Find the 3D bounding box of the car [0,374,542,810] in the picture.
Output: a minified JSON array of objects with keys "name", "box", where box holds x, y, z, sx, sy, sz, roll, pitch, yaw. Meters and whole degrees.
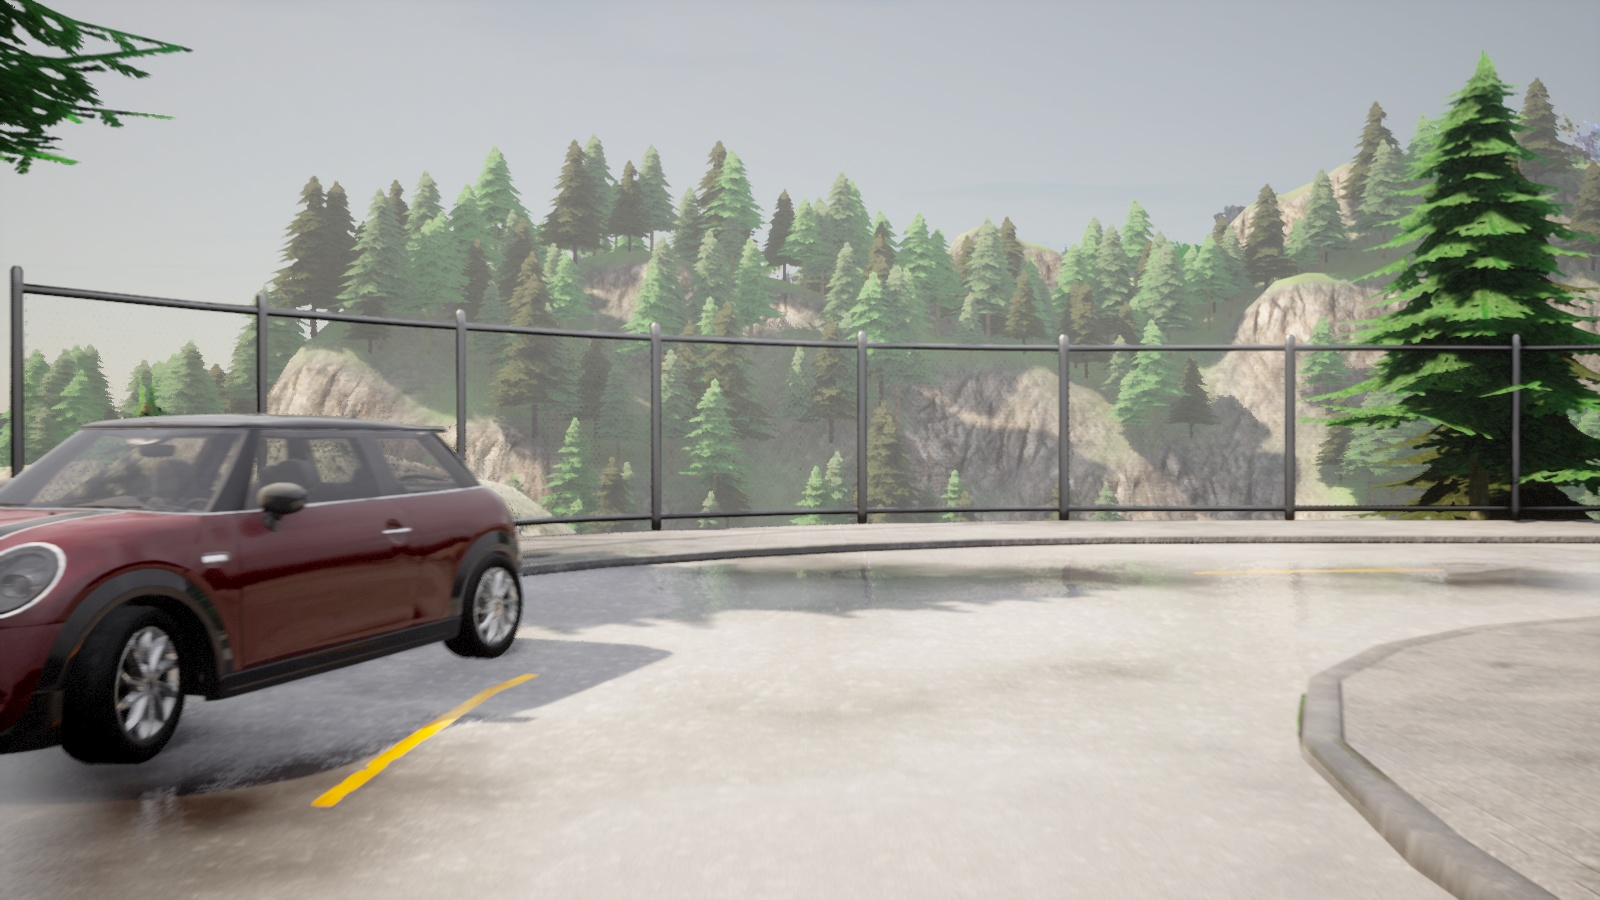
[{"name":"car","box":[-3.596,0.562,7.366,2.097,1.767,4.553,0,0,18]}]
